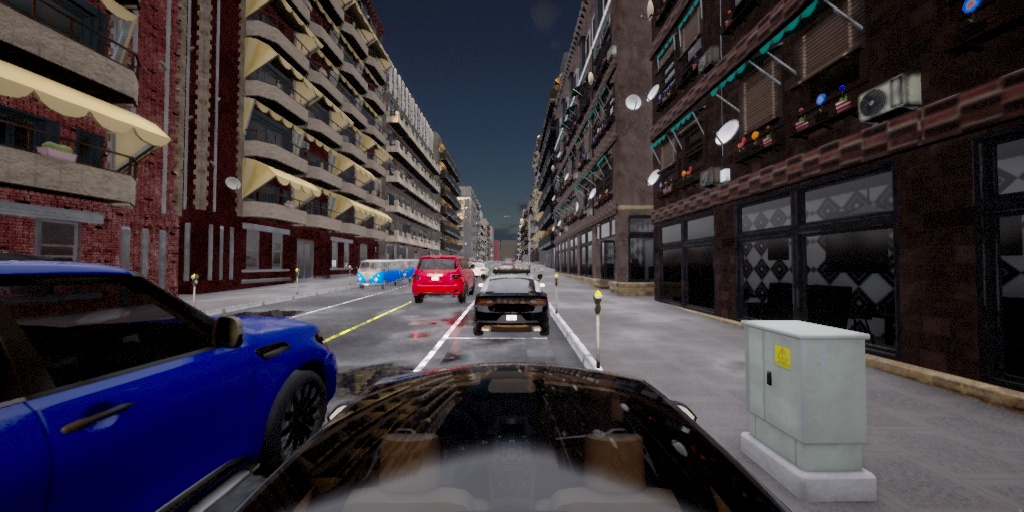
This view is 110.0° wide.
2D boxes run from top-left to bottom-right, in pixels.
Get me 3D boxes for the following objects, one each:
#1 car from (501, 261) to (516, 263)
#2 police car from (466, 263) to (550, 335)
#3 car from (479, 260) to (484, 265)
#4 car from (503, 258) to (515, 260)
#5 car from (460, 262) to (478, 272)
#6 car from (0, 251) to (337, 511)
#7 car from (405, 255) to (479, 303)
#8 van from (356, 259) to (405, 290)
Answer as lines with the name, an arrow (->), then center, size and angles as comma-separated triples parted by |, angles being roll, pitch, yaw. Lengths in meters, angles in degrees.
car -> -0.452, 1.322, 28.072 | 1.888, 1.381, 4.507 | 0, 0, 0
police car -> -0.012, 1.180, 10.613 | 1.930, 1.638, 5.238 | 0, 0, 0
car -> -3.016, 1.310, 32.139 | 1.812, 1.442, 4.674 | 0, 0, 0
car -> -0.445, 1.240, 39.134 | 1.967, 1.591, 4.097 | 0, 0, 0
car -> -5.772, 1.423, 48.405 | 1.895, 1.301, 4.718 | 0, 0, 0
car -> -3.021, 0.973, 1.620 | 2.150, 2.045, 5.566 | 0, 0, 0
car -> -3.019, 0.977, 16.781 | 2.150, 2.045, 5.566 | 0, 0, 0
van -> -8.335, 1.108, 22.603 | 1.690, 1.789, 3.998 | 0, 0, 0
